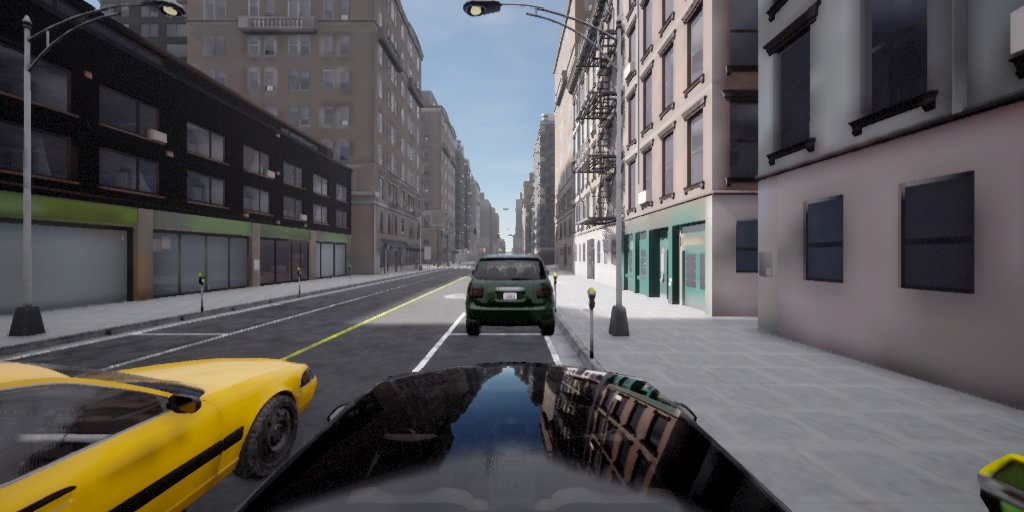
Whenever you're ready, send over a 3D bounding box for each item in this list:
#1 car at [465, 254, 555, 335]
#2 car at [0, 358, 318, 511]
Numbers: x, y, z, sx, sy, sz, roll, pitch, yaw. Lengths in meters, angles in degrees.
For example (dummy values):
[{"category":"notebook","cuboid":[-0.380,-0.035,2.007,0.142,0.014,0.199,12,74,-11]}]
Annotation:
[{"category":"car","cuboid":[-0.039,0.968,10.530,2.150,2.045,5.566,0,0,0]},{"category":"car","cuboid":[-3.020,1.200,1.690,1.801,1.575,5.366,0,0,0]}]
